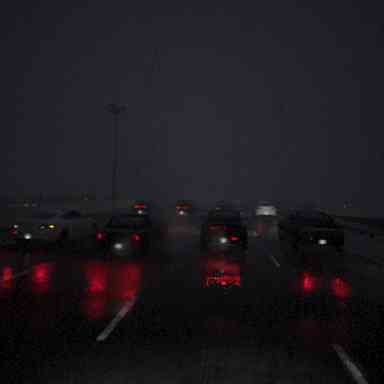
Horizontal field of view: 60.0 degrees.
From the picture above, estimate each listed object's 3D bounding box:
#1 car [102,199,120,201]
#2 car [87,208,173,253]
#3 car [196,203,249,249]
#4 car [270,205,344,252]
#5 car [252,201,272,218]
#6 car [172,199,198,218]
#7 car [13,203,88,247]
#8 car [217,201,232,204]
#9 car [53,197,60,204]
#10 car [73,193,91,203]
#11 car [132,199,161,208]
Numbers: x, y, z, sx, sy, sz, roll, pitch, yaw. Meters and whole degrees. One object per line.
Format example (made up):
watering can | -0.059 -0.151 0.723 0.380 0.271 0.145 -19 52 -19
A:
car | -12.618 1.221 51.895 1.812 1.442 4.674 1 0 6
car | -2.230 1.537 13.423 1.895 1.301 4.718 1 0 6
car | 1.413 1.501 14.589 1.837 1.490 4.892 1 1 6
car | 4.886 1.544 14.171 2.128 1.511 4.902 1 0 6
car | 6.467 1.569 30.094 1.812 1.442 4.674 1 0 6
car | -0.592 1.432 29.857 1.837 1.490 4.892 1 1 6
car | -5.658 1.403 14.273 1.812 1.442 4.674 1 -1 6
car | 2.985 1.510 30.443 1.812 1.442 4.674 1 0 6
car | -19.800 1.117 50.415 2.033 1.411 5.357 1 0 6
car | -16.248 0.983 50.759 2.097 1.767 4.553 1 0 6
car | -4.075 1.373 30.198 1.837 1.490 4.892 1 1 6
